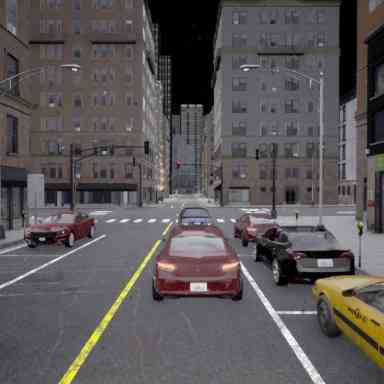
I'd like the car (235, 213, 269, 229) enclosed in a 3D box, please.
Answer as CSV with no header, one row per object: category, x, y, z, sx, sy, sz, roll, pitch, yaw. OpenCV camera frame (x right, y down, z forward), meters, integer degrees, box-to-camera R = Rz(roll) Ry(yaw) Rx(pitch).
car,2.874,1.578,14.827,1.802,1.307,4.206,-1,0,0

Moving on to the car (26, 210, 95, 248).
car,-5.671,1.540,14.828,1.887,1.381,4.507,-1,0,0

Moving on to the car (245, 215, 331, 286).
car,2.871,1.563,9.241,1.947,1.339,4.313,-1,0,0

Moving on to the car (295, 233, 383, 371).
car,2.868,1.524,3.825,1.752,1.417,4.829,-1,0,0

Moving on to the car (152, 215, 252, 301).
car,0.103,1.524,8.210,1.812,1.442,4.674,0,0,0

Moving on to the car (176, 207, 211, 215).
car,0.141,1.542,18.231,2.033,1.411,5.357,0,0,-3
